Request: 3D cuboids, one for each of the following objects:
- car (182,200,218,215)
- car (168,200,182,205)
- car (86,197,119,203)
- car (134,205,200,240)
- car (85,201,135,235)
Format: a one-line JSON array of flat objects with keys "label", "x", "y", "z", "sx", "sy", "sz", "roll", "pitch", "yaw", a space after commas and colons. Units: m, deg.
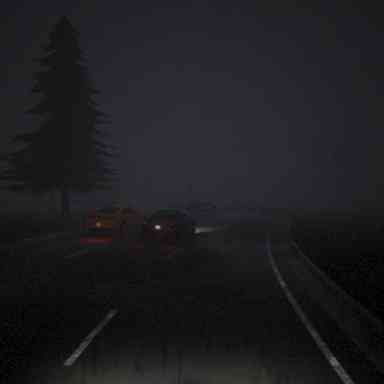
[{"label": "car", "x": 0.992, "y": 1.627, "z": 35.241, "sx": 2.033, "sy": 1.411, "sz": 5.357, "roll": 0, "pitch": 0, "yaw": -20}, {"label": "car", "x": -1.060, "y": 1.695, "z": 43.738, "sx": 4.718, "sy": 1.301, "sz": 1.895, "roll": 0, "pitch": 0, "yaw": 43}, {"label": "car", "x": -13.236, "y": 1.590, "z": 49.144, "sx": 4.892, "sy": 1.490, "sz": 1.837, "roll": 0, "pitch": 0, "yaw": -2}, {"label": "car", "x": -1.128, "y": 1.600, "z": 17.270, "sx": 1.994, "sy": 1.385, "sz": 4.181, "roll": 0, "pitch": 0, "yaw": 13}, {"label": "car", "x": -4.210, "y": 1.513, "z": 19.429, "sx": 1.882, "sy": 1.535, "sz": 5.008, "roll": 0, "pitch": 0, "yaw": 13}]
